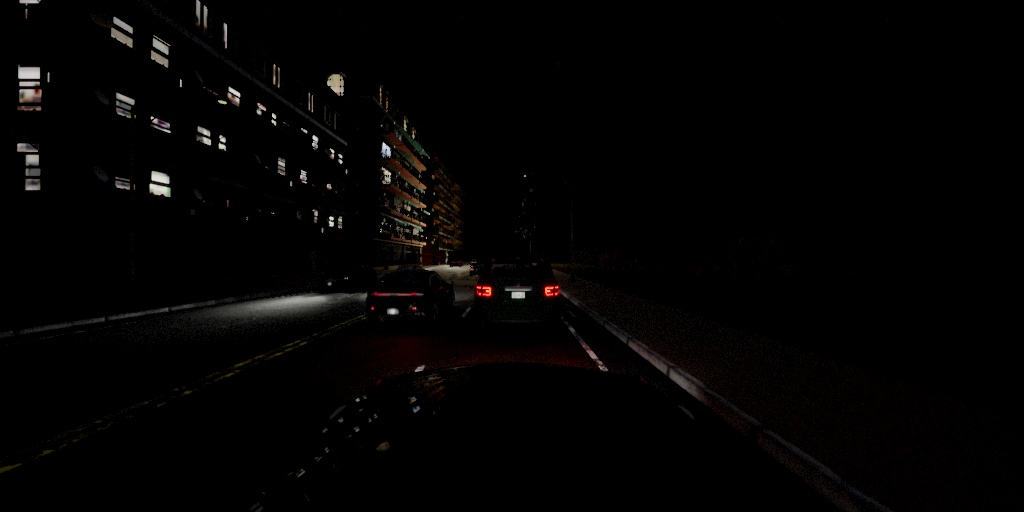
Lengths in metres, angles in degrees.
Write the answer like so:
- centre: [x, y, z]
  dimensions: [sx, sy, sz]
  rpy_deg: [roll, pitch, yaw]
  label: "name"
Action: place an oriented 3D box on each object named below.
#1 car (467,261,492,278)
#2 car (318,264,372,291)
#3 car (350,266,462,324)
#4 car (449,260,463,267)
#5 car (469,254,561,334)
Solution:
- centre: [-3.142, 1.301, 36.073]
  dimensions: [2.033, 1.411, 5.357]
  rpy_deg: [0, 0, 0]
  label: "car"
- centre: [-9.847, 1.244, 21.812]
  dimensions: [2.128, 1.511, 4.902]
  rpy_deg: [0, 0, 0]
  label: "car"
- centre: [-3.150, 1.244, 11.902]
  dimensions: [2.128, 1.511, 4.902]
  rpy_deg: [0, 0, 0]
  label: "car"
- centre: [-9.794, 1.352, 63.070]
  dimensions: [1.895, 1.301, 4.718]
  rpy_deg: [0, 0, 1]
  label: "car"
- centre: [0.103, 0.973, 10.755]
  dimensions: [2.150, 2.045, 5.566]
  rpy_deg: [0, 0, -1]
  label: "car"
